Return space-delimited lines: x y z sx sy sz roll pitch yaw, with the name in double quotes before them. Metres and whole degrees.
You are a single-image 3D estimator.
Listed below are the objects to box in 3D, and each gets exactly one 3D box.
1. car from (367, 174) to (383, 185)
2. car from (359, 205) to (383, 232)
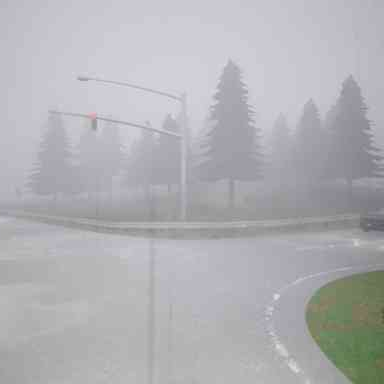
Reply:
"car" 28.162 -2.127 51.084 2.150 2.045 5.566 0 5 25
"car" 10.930 1.226 17.273 5.008 1.535 1.882 -3 1 -24
